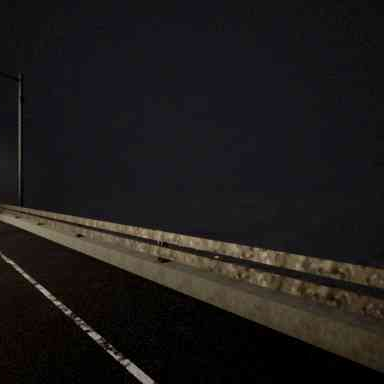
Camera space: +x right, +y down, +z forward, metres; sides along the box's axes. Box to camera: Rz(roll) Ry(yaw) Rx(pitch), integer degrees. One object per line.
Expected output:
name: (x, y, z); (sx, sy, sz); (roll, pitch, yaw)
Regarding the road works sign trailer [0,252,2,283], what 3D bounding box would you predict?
road works sign trailer: (-6.450, 0.462, 8.638); (2.380, 3.560, 2.880); (0, 0, -38)
